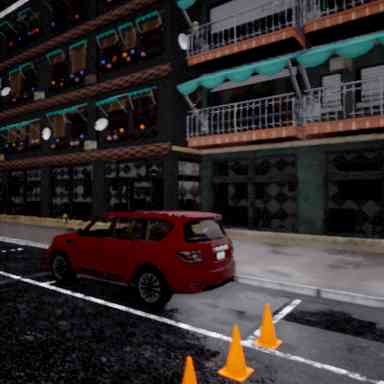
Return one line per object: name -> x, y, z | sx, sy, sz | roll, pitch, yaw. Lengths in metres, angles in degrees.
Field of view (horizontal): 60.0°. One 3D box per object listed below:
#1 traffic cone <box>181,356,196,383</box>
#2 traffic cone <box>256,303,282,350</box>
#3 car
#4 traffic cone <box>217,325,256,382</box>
traffic cone -> -0.032, 1.967, 3.371 | 0.340, 0.580, 0.340 | 0, 0, 36
traffic cone -> 1.130, 1.974, 4.998 | 0.340, 0.580, 0.340 | 0, 0, 36
car -> -1.380, 1.339, 7.982 | 5.009, 1.841, 2.192 | 0, 0, 36
traffic cone -> 0.549, 1.971, 4.184 | 0.340, 0.580, 0.340 | 0, 0, 36
